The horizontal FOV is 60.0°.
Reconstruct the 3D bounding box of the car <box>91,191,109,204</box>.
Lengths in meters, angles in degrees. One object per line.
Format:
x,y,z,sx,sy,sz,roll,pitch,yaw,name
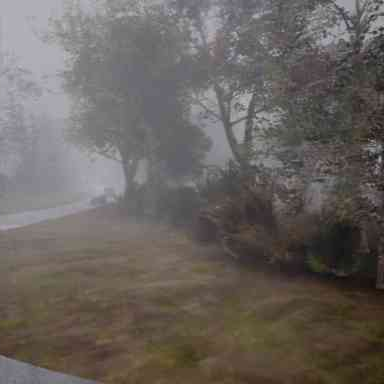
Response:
-14.690,1.048,52.308,1.812,1.442,4.674,-2,2,-7,car

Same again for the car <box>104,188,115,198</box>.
-17.146,0.099,69.062,2.150,2.045,5.566,0,3,-11,car
